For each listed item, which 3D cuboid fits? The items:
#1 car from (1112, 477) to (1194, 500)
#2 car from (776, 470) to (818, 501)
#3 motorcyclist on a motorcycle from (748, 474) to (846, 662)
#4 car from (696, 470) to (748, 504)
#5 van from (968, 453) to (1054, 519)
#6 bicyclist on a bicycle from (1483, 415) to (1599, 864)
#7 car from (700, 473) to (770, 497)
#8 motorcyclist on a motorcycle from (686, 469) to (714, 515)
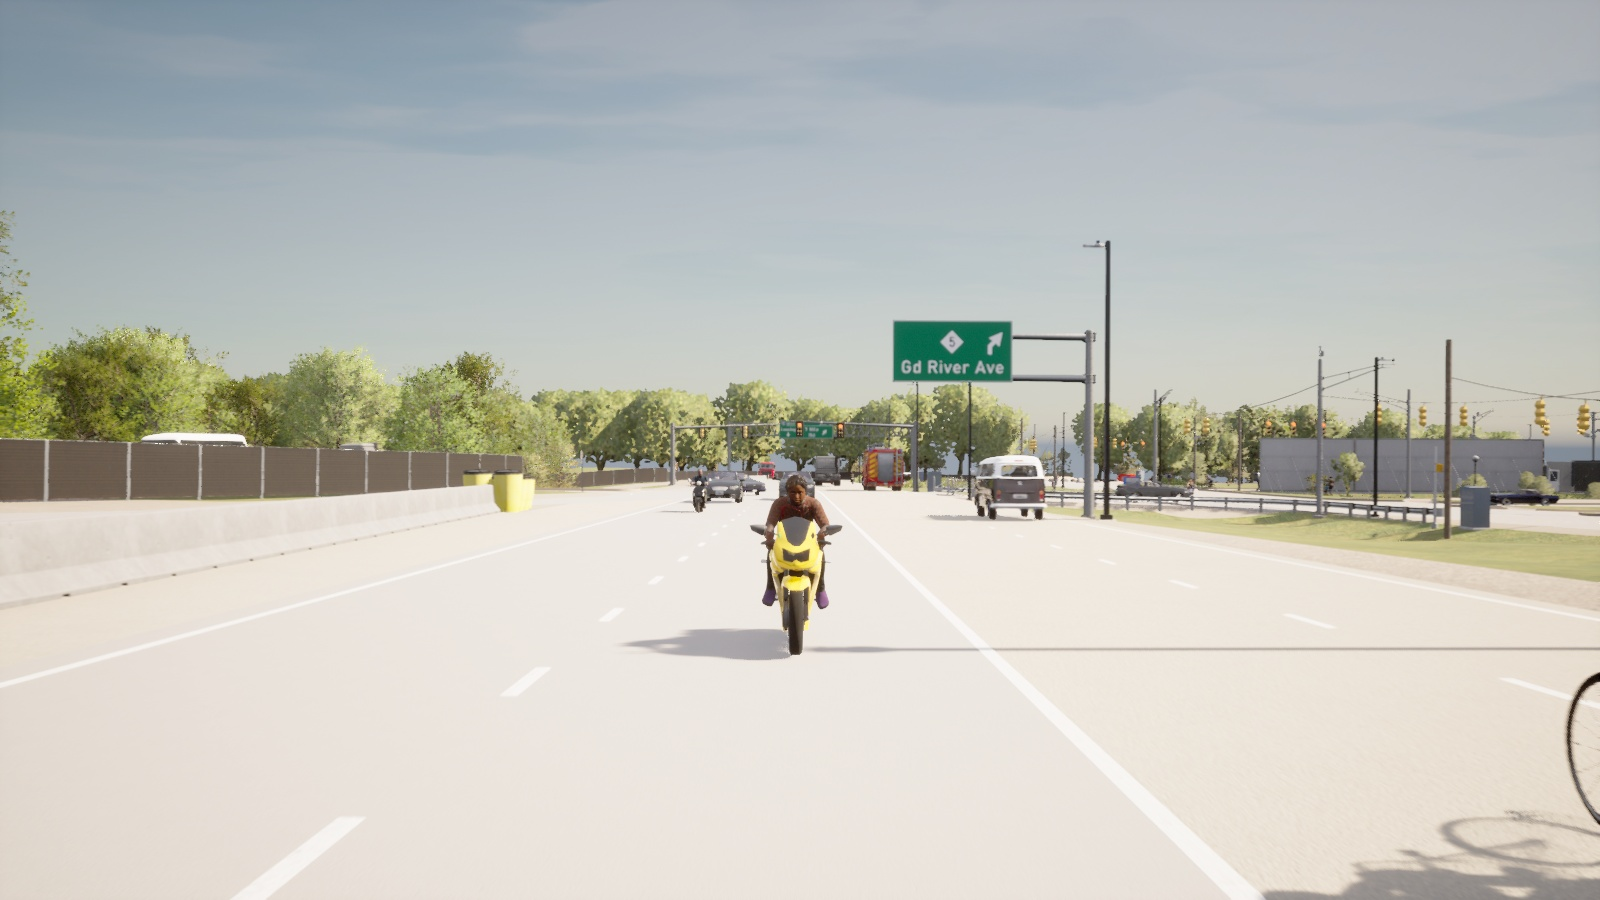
[{"bbox_3d":[23.595,2.546,84.102,4.902,1.511,2.128,0,-1,-2],"label":"car"},{"bbox_3d":[-0.145,1.792,64.876,2.128,1.511,4.902,0,-1,0],"label":"car"},{"bbox_3d":[-0.026,0.980,11.261,0.797,1.523,2.044,0,-1,0],"label":"motorcyclist on a motorcycle"},{"bbox_3d":[-3.637,1.720,59.402,2.128,1.511,4.902,0,-1,0],"label":"car"},{"bbox_3d":[6.902,1.168,41.556,2.069,2.038,4.480,0,-1,0],"label":"van"},{"bbox_3d":[3.488,0.747,4.864,0.659,1.776,1.843,0,-1,0],"label":"bicyclist on a bicycle"},{"bbox_3d":[-4.027,2.084,76.632,2.033,1.411,5.357,0,-1,-31],"label":"car"},{"bbox_3d":[-3.606,1.501,45.379,0.866,1.590,1.817,0,-1,0],"label":"motorcyclist on a motorcycle"}]
